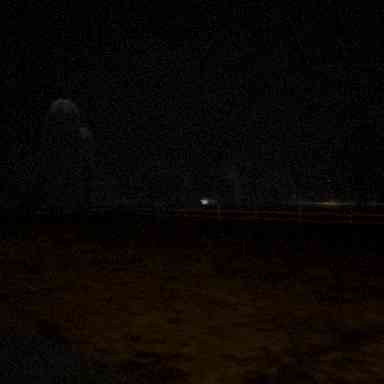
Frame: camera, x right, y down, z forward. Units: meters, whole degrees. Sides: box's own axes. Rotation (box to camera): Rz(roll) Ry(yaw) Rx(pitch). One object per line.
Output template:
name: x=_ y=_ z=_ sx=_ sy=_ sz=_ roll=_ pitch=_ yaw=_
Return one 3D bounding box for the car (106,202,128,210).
car: x=-14.412 y=2.605 z=63.892 sx=1.812 sy=1.442 sz=4.674 roll=-3 pitch=-2 yaw=36

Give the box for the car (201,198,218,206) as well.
car: x=4.501 y=2.502 z=85.960 sx=2.150 sy=2.045 sz=5.566 roll=-3 pitch=-2 yaw=35

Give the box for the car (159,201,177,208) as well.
car: x=-5.151 y=2.633 z=72.240 sx=2.128 sy=1.511 sz=4.902 roll=-3 pitch=-2 yaw=35
